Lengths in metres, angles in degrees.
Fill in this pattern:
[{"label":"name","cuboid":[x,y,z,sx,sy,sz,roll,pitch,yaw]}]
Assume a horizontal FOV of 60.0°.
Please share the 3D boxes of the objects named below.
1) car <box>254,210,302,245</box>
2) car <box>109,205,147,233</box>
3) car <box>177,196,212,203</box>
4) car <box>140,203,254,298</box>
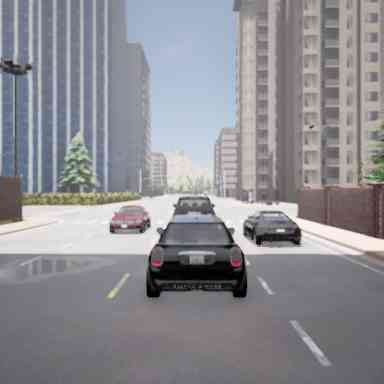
[{"label":"car","cuboid":[3.611,1.551,15.609,1.994,1.385,4.181,0,0,-1]},{"label":"car","cuboid":[-3.492,1.513,19.514,1.812,1.442,4.674,0,0,0]},{"label":"car","cuboid":[0.111,1.208,18.136,2.150,2.045,5.566,0,0,0]},{"label":"car","cuboid":[0.099,1.345,8.681,2.097,1.767,4.553,0,0,0]}]
